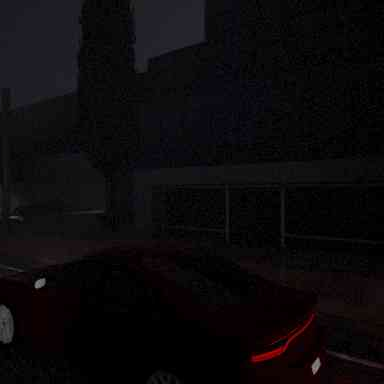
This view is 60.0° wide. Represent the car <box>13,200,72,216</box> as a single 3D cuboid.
[{"bbox_3d":[-14.686,1.547,32.988,2.033,1.411,5.357,0,0,36],"label":"car"}]

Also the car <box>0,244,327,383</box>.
[{"bbox_3d":[-0.846,1.478,4.589,5.008,1.535,1.882,0,0,35],"label":"car"}]
